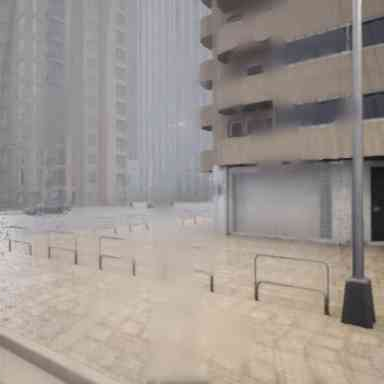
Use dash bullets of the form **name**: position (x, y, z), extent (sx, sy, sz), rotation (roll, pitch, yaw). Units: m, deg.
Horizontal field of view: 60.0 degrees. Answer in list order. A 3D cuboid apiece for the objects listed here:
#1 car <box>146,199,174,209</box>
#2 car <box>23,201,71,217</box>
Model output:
- **car**: position (-4.710, 1.822, 49.423), extent (1.837, 1.490, 4.892), rotation (0, 0, 35)
- **car**: position (-15.088, 1.740, 34.842), extent (1.837, 1.490, 4.892), rotation (0, 0, 35)
